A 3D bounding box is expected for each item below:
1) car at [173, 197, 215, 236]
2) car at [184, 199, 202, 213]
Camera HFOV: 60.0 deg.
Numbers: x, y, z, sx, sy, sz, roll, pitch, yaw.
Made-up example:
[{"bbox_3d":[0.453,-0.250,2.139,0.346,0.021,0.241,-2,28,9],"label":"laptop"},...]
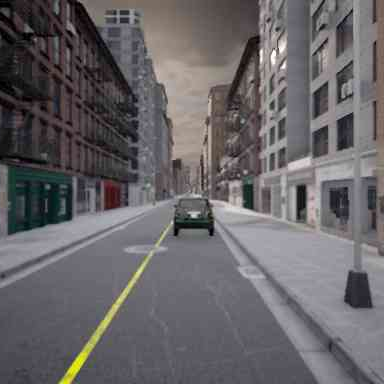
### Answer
[{"bbox_3d":[0.099,1.281,19.141,2.150,2.045,5.566,0,0,0],"label":"car"},{"bbox_3d":[0.099,1.610,40.651,2.128,1.511,4.902,0,0,0],"label":"car"}]
